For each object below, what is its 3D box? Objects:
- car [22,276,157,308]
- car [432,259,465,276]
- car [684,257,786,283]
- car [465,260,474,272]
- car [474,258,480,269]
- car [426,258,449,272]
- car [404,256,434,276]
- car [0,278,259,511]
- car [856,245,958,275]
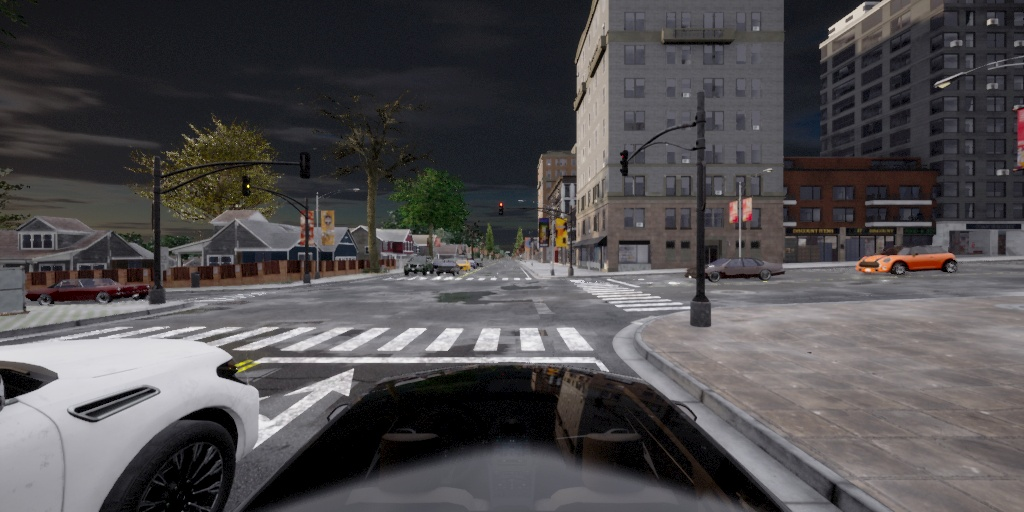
[{"bbox_3d":[-21.638,1.806,18.524,4.718,1.301,1.895,-2,0,0],"label":"car"},{"bbox_3d":[-6.629,1.315,37.888,2.033,1.411,5.357,0,0,0],"label":"car"},{"bbox_3d":[13.507,0.792,21.879,5.357,1.411,2.033,-2,0,0],"label":"car"},{"bbox_3d":[-6.637,1.260,47.679,1.882,1.535,5.008,0,0,0],"label":"car"},{"bbox_3d":[-6.640,1.332,57.016,1.812,1.442,4.674,0,0,0],"label":"car"},{"bbox_3d":[-9.884,1.135,48.053,2.097,1.767,4.553,0,0,0],"label":"car"},{"bbox_3d":[-9.875,0.990,38.581,2.150,2.045,5.566,0,0,0],"label":"car"},{"bbox_3d":[-3.146,0.972,0.545,2.150,2.045,5.566,0,0,0],"label":"car"},{"bbox_3d":[23.969,0.198,21.913,4.553,1.767,2.097,-2,0,0],"label":"car"}]
